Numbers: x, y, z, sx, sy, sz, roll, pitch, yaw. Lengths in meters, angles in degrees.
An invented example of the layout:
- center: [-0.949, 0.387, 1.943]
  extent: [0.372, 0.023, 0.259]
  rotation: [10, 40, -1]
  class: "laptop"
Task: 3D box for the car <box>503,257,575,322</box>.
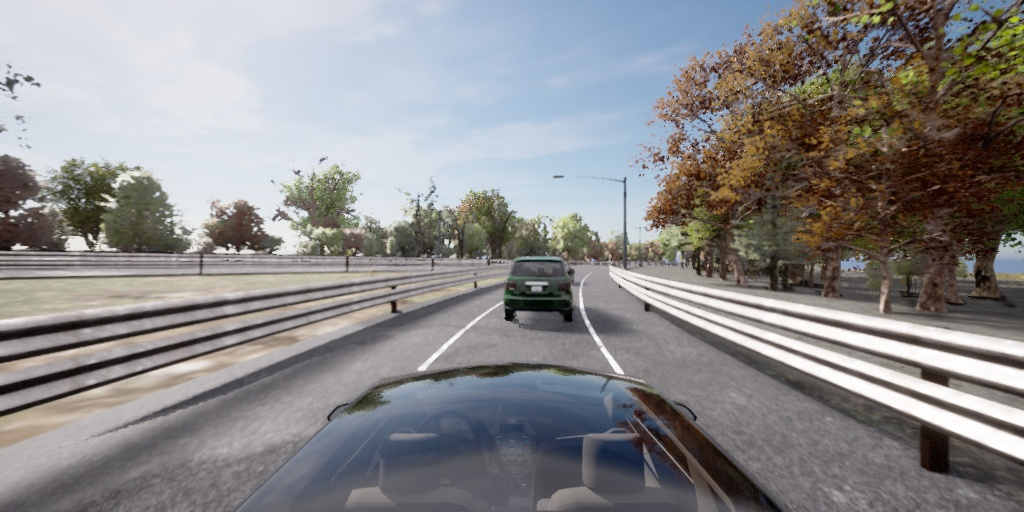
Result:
- center: [1.048, 1.045, 12.949]
  extent: [2.150, 2.045, 5.566]
  rotation: [0, 0, 7]
  class: "car"
